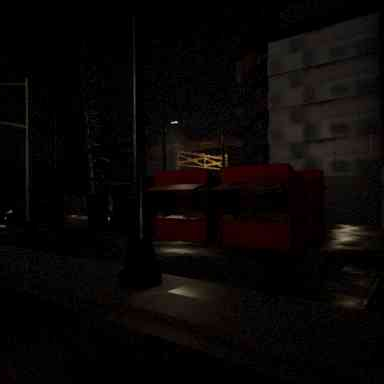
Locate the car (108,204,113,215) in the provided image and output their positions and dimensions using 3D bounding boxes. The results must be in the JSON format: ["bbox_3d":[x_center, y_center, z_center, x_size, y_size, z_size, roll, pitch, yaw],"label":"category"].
[{"bbox_3d":[-7.191,1.663,34.121,1.812,1.442,4.674,-1,-1,36],"label":"car"}]

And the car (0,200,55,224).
[{"bbox_3d":[-12.900,1.491,26.270,2.097,1.767,4.553,-1,-1,36],"label":"car"}]
